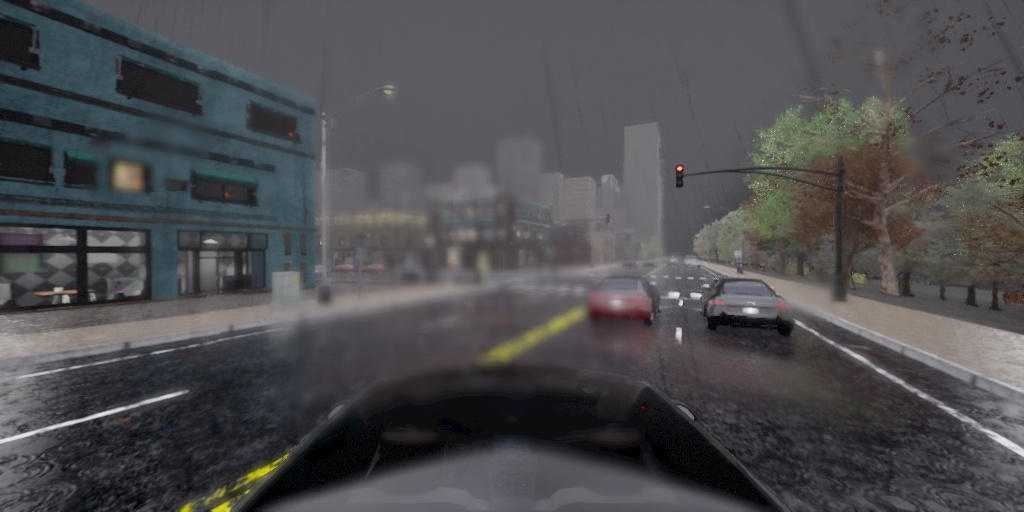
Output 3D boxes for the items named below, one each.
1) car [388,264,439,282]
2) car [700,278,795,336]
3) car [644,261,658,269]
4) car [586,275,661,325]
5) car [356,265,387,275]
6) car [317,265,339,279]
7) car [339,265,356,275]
[{"bbox_3d":[-8.600,1.655,32.241,4.313,1.339,1.948,0,0,26],"label":"car"},{"bbox_3d":[6.846,1.348,10.804,1.994,1.385,4.181,0,0,26],"label":"car"},{"bbox_3d":[23.654,1.544,60.917,1.895,1.301,4.718,0,0,26],"label":"car"},{"bbox_3d":[3.909,1.350,12.197,1.994,1.385,4.181,0,0,26],"label":"car"},{"bbox_3d":[-17.417,1.781,45.922,4.207,1.307,1.802,0,0,26],"label":"car"},{"bbox_3d":[-21.050,1.695,38.370,4.097,1.591,1.967,0,0,26],"label":"car"},{"bbox_3d":[-22.403,1.847,48.323,4.207,1.307,1.802,0,0,26],"label":"car"}]
